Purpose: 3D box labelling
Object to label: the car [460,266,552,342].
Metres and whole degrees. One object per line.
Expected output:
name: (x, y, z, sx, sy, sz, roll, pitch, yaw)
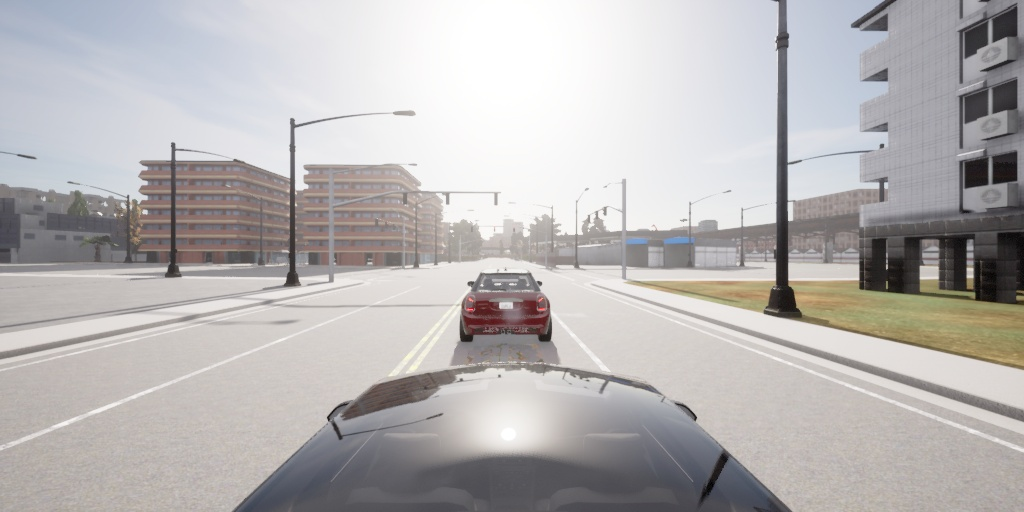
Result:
car: (-0.190, 1.102, 9.946, 2.097, 1.767, 4.553, 0, 0, -2)
